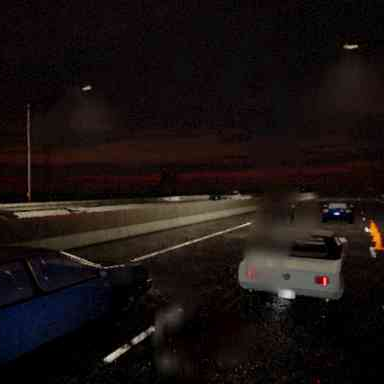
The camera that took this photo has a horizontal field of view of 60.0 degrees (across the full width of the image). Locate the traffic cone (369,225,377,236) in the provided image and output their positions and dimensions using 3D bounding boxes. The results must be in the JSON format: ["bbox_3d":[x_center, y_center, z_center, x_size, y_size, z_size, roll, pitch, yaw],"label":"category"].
[{"bbox_3d":[7.975,1.835,14.399,0.340,0.580,0.340,0,0,26],"label":"traffic cone"}]

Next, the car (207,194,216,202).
[{"bbox_3d":[4.382,1.080,59.290,2.097,1.767,4.553,0,0,27],"label":"car"}]

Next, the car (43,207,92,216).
[{"bbox_3d":[-7.391,1.589,19.672,1.895,1.301,4.718,0,0,26],"label":"car"}]

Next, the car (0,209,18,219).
[{"bbox_3d":[-14.240,1.585,21.608,2.033,1.411,5.357,0,0,26],"label":"car"}]

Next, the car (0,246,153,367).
[{"bbox_3d":[-2.728,1.551,4.922,2.033,1.411,5.357,0,0,26],"label":"car"}]

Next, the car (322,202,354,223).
[{"bbox_3d":[10.429,1.387,23.710,1.994,1.385,4.181,0,0,26],"label":"car"}]

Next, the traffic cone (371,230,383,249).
[{"bbox_3d":[7.091,1.849,12.604,0.340,0.580,0.340,0,0,26],"label":"traffic cone"}]

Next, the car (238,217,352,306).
[{"bbox_3d":[2.702,1.548,8.027,1.895,1.301,4.718,0,0,26],"label":"car"}]

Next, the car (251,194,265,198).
[{"bbox_3d":[11.405,1.153,57.697,1.882,1.535,5.008,0,0,27],"label":"car"}]

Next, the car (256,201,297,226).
[{"bbox_3d":[5.680,1.347,21.990,1.882,1.535,5.008,0,0,26],"label":"car"}]

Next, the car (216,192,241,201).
[{"bbox_3d":[6.473,0.947,55.645,2.150,2.045,5.566,0,0,27],"label":"car"}]

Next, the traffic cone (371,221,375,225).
[{"bbox_3d":[8.859,1.821,16.192,0.340,0.580,0.340,0,0,26],"label":"traffic cone"}]
